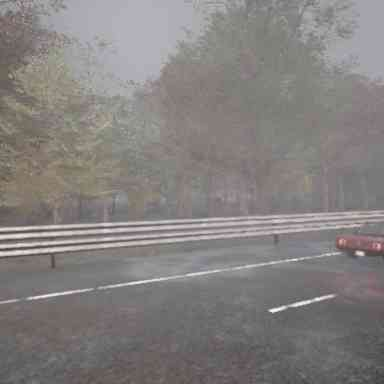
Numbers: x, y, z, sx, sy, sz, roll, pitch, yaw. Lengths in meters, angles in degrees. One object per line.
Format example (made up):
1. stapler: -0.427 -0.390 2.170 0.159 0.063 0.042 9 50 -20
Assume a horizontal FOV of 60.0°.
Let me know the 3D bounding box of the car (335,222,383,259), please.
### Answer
1. car: 7.499 1.772 12.230 4.718 1.301 1.895 0 -1 -31
